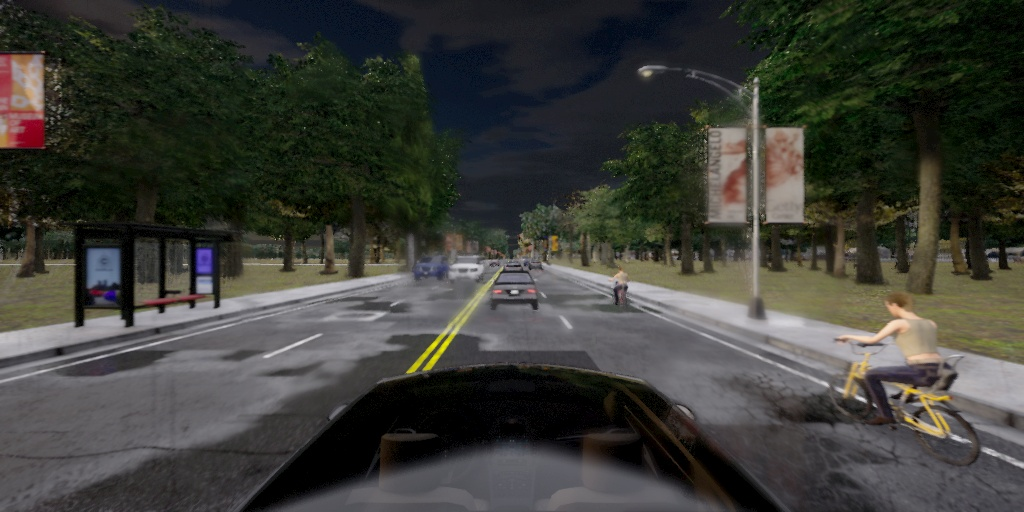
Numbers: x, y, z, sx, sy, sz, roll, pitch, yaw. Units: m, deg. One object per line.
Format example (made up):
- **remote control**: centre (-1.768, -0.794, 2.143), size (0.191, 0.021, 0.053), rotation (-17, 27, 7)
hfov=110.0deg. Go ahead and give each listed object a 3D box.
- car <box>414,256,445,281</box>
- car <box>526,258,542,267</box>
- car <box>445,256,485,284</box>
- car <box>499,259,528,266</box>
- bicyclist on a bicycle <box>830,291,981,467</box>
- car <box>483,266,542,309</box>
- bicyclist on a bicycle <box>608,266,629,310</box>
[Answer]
- **car**: centre (-6.593, 0.984, 30.227), size (2.150, 2.045, 5.566), rotation (0, 0, 0)
- **car**: centre (3.359, 1.262, 52.443), size (2.128, 1.511, 4.902), rotation (0, 0, 0)
- **car**: centre (-3.345, 0.981, 27.328), size (2.150, 2.045, 5.566), rotation (0, 0, 0)
- **car**: centre (0.106, 1.253, 34.316), size (2.128, 1.511, 4.902), rotation (0, 0, 0)
- **bicyclist on a bicycle**: centre (4.163, 1.187, 3.936), size (0.866, 1.612, 1.509), rotation (0, 0, 0)
- **car**: centre (0.102, 1.301, 14.946), size (2.033, 1.411, 5.357), rotation (0, 0, 0)
- **bicyclist on a bicycle**: centre (4.164, 1.190, 13.788), size (0.866, 1.612, 1.509), rotation (0, 0, 0)
